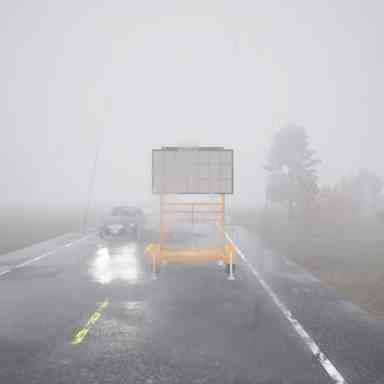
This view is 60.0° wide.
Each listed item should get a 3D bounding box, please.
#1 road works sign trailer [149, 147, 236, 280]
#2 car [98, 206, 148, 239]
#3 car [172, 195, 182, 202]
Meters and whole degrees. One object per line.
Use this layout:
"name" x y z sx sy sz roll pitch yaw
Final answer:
"road works sign trailer" 0.019 0.465 9.945 2.380 3.560 2.880 0 0 0
"car" -3.466 1.494 17.395 2.128 1.511 4.902 0 0 0
"car" -3.352 1.407 75.637 2.097 1.767 4.553 0 0 0
